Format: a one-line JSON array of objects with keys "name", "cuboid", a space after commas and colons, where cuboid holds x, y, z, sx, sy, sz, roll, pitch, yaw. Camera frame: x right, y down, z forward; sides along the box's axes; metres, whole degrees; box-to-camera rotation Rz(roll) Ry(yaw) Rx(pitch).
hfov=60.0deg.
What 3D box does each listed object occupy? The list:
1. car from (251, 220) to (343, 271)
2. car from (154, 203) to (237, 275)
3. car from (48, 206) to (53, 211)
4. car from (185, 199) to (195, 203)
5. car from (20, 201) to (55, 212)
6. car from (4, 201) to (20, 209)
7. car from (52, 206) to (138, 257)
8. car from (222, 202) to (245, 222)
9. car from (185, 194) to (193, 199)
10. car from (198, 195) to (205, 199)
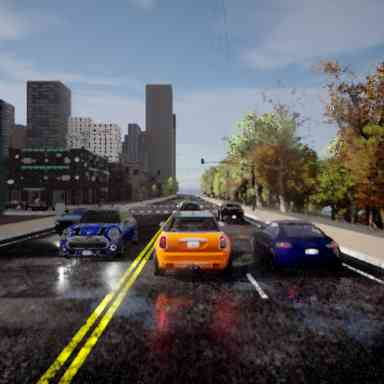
[{"name": "car", "cuboid": [3.262, 1.613, 11.103, 1.994, 1.385, 4.181, 0, 0, 0]}, {"name": "car", "cuboid": [0.015, 1.400, 10.788, 2.097, 1.767, 4.553, 0, 0, 0]}, {"name": "car", "cuboid": [-6.769, 1.644, 20.872, 2.033, 1.411, 5.357, 0, 0, 0]}, {"name": "car", "cuboid": [-0.141, 1.606, 28.357, 1.882, 1.535, 5.008, 0, 0, -1]}, {"name": "car", "cuboid": [-20.353, 2.028, 45.123, 4.313, 1.339, 1.947, -1, 1, 0]}, {"name": "car", "cuboid": [-28.764, 2.065, 53.558, 4.403, 1.369, 2.008, -1, 1, 0]}, {"name": "car", "cuboid": [-3.450, 1.412, 13.117, 2.097, 1.767, 4.553, 0, 0, -1]}, {"name": "car", "cuboid": [3.120, 1.627, 27.231, 1.837, 1.490, 4.892, 0, 0, -1]}, {"name": "car", "cuboid": [-0.816, 1.568, 90.299, 2.097, 1.767, 4.553, 0, 0, -1]}, {"name": "car", "cuboid": [2.434, 1.712, 90.359, 1.837, 1.490, 4.892, 0, 0, -1]}]
